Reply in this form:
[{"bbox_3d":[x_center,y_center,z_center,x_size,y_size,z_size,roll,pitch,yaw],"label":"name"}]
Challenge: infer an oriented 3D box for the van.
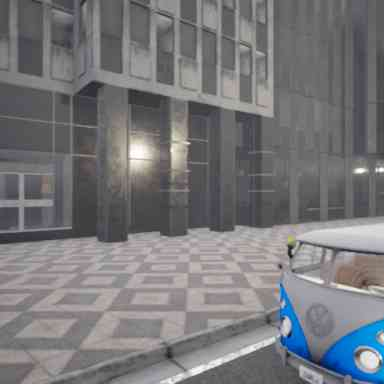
[{"bbox_3d":[2.889,1.342,4.613,3.998,1.788,1.690,0,0,-36],"label":"van"}]
